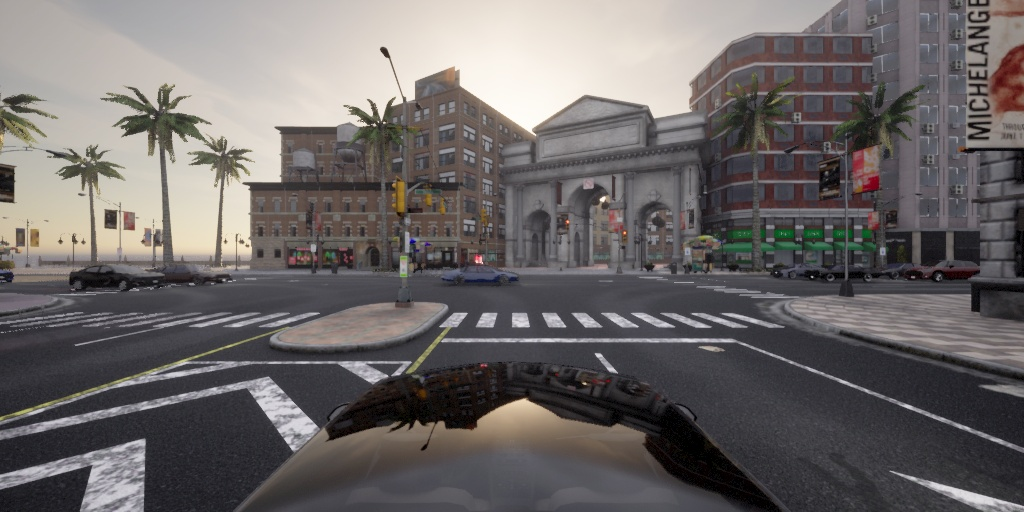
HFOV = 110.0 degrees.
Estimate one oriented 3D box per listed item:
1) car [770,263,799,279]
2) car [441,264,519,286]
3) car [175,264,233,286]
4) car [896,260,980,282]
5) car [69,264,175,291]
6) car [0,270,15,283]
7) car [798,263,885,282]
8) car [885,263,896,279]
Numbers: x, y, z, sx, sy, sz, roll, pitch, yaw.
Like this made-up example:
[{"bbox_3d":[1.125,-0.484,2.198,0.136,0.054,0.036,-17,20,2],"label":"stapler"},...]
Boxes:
[{"bbox_3d":[25.589,1.314,32.013,4.181,1.385,1.994,0,0,1],"label":"car"},{"bbox_3d":[-2.194,1.297,25.046,5.357,1.411,2.033,0,0,0],"label":"car"},{"bbox_3d":[-22.752,1.298,25.113,5.357,1.411,2.033,0,0,2],"label":"car"},{"bbox_3d":[34.060,1.102,28.372,4.553,1.767,2.097,0,0,2],"label":"car"},{"bbox_3d":[-23.284,1.228,21.263,5.008,1.535,1.882,0,0,8],"label":"car"},{"bbox_3d":[-38.405,1.228,25.316,5.008,1.535,1.882,0,0,0],"label":"car"},{"bbox_3d":[26.105,1.351,28.525,4.718,1.301,1.895,0,0,1],"label":"car"},{"bbox_3d":[34.845,1.297,31.911,5.357,1.411,2.033,0,0,1],"label":"car"}]
